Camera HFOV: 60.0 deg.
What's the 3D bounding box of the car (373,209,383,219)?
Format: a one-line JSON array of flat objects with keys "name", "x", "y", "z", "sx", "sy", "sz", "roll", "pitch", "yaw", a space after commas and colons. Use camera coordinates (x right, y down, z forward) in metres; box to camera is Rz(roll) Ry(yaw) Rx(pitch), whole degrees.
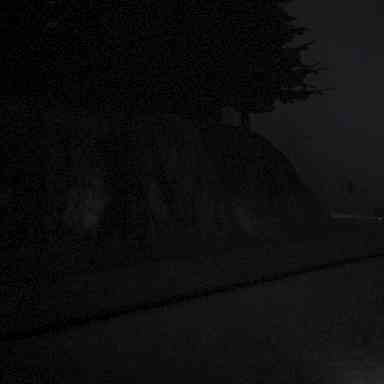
[{"name": "car", "x": 16.791, "y": 1.601, "z": 25.600, "sx": 1.895, "sy": 1.301, "sz": 4.718, "roll": 0, "pitch": 0, "yaw": -38}]
